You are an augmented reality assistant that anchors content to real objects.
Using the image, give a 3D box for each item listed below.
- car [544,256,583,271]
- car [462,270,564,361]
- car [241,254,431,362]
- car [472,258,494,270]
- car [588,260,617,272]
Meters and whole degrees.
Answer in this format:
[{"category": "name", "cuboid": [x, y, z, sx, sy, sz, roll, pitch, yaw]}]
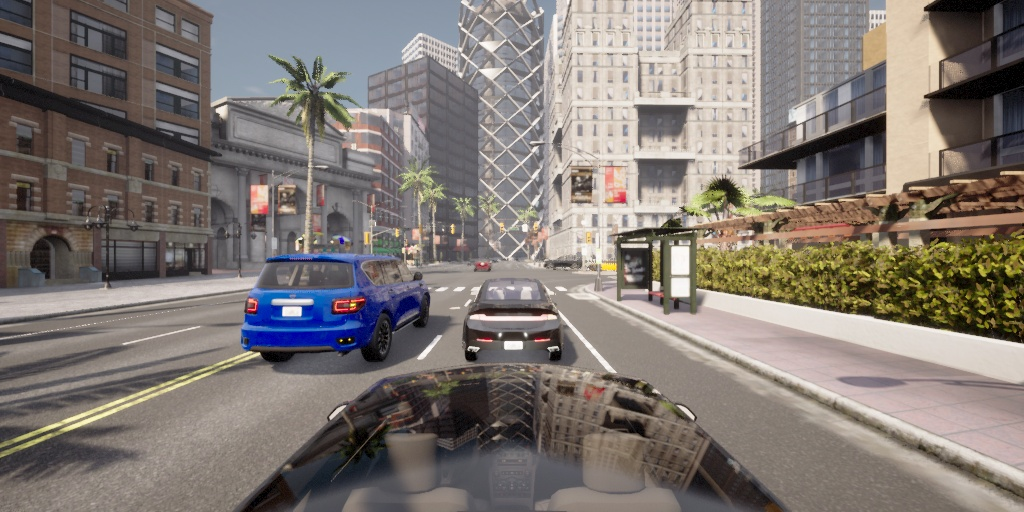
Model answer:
[{"category": "car", "cuboid": [7.252, 0.973, 49.404, 5.566, 2.045, 2.150, 0, 1, 17]}, {"category": "car", "cuboid": [0.015, 1.241, 8.266, 2.128, 1.511, 4.902, 0, 0, 0]}, {"category": "car", "cuboid": [-3.487, 0.971, 8.353, 2.150, 2.045, 5.566, 0, 0, 0]}, {"category": "car", "cuboid": [-3.880, 1.101, 48.868, 2.097, 1.767, 4.553, 0, 0, -1]}, {"category": "car", "cuboid": [12.012, 1.227, 44.629, 5.008, 1.535, 1.882, 0, 0, -2]}]
